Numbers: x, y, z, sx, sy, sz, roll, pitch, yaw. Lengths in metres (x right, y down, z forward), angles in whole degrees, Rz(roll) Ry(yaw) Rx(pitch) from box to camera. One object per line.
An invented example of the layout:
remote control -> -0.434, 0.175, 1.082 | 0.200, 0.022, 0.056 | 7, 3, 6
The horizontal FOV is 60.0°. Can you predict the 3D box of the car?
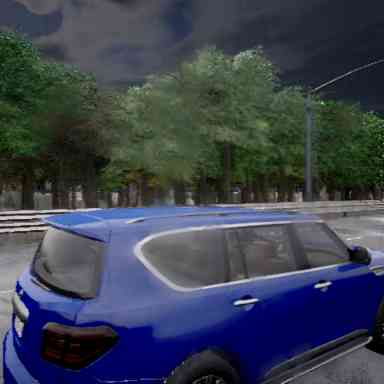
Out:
car -> 0.719, 1.207, 4.374 | 5.566, 2.045, 2.150 | 0, 0, -36
